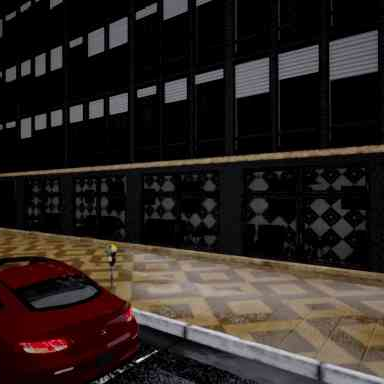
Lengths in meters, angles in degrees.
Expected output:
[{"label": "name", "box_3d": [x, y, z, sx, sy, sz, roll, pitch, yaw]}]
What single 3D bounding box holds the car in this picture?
[{"label": "car", "box_3d": [-2.578, 1.582, 4.665, 4.206, 1.307, 1.802, 0, 0, 35]}]
